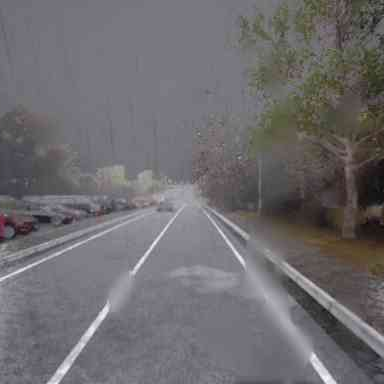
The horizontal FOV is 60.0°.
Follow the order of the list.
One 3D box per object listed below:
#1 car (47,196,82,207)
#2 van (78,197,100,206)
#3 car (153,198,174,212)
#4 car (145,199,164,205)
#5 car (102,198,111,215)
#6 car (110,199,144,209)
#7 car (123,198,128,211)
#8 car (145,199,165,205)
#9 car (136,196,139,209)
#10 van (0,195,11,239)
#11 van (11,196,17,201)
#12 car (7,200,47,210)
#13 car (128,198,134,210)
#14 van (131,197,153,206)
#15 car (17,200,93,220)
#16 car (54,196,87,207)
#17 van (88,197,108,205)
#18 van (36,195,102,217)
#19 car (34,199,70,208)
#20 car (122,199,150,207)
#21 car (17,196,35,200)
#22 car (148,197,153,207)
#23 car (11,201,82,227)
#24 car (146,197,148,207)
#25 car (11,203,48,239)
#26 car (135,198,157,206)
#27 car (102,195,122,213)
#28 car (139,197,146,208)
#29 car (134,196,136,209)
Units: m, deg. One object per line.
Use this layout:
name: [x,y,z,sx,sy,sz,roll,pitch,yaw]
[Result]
car: [-23.353,1.779,61.231,5.566,2.045,2.435,0,-1,0]
van: [-23.266,2.056,75.094,4.442,1.987,1.878,0,-1,0]
car: [-3.353,1.808,41.834,1.895,1.301,4.718,0,-1,0]
car: [-10.292,2.688,91.648,4.892,1.521,2.231,0,-2,0]
car: [-10.346,1.541,30.621,4.792,1.488,2.163,0,-1,0]
car: [-10.299,1.881,52.801,4.892,1.521,2.231,0,-1,0]
car: [-10.315,1.671,38.922,4.674,1.452,2.002,0,-1,0]
car: [-10.470,2.758,94.424,5.366,1.575,1.946,0,-2,0]
car: [-10.277,1.655,47.252,4.553,1.767,2.185,0,-1,0]
van: [-10.441,1.254,13.958,4.442,1.987,1.878,0,0,0]
van: [-23.509,1.404,38.946,4.442,1.987,1.878,0,-1,0]
car: [-23.386,1.822,47.377,4.674,1.452,2.002,0,-1,0]
car: [-10.305,1.681,41.698,5.008,1.535,2.097,0,-1,0]
van: [-10.414,1.953,69.460,4.442,1.987,1.878,0,-1,0]
car: [-10.322,1.541,25.063,4.674,1.452,2.002,0,0,0]
car: [-23.352,1.829,64.001,5.566,2.045,2.435,0,-1,0]
van: [-23.487,2.238,83.256,4.442,1.987,1.878,0,-1,0]
van: [-10.201,1.280,27.839,4.442,1.987,1.878,0,0,0]
car: [-23.378,1.931,55.686,5.008,1.535,2.097,0,-1,0]
car: [-10.272,2.059,61.128,4.792,1.488,2.163,0,-1,0]
car: [-23.362,1.429,41.717,5.566,2.045,2.435,0,-1,0]
car: [-10.117,1.977,58.353,5.366,1.575,1.946,0,-1,0]
car: [-10.291,1.525,22.285,4.792,1.488,2.163,0,0,0]
car: [-10.310,1.931,55.577,4.892,1.521,2.231,0,-1,0]
car: [-10.329,1.485,16.734,5.008,1.535,2.097,0,0,0]
car: [-10.326,2.156,75.007,4.553,1.767,2.185,0,-1,0]
car: [-10.343,1.280,33.376,5.566,2.045,2.435,0,-1,0]
car: [-10.121,1.828,50.026,5.366,1.575,1.946,0,-1,0]
car: [-10.278,1.605,44.477,4.553,1.767,2.185,0,-1,0]
